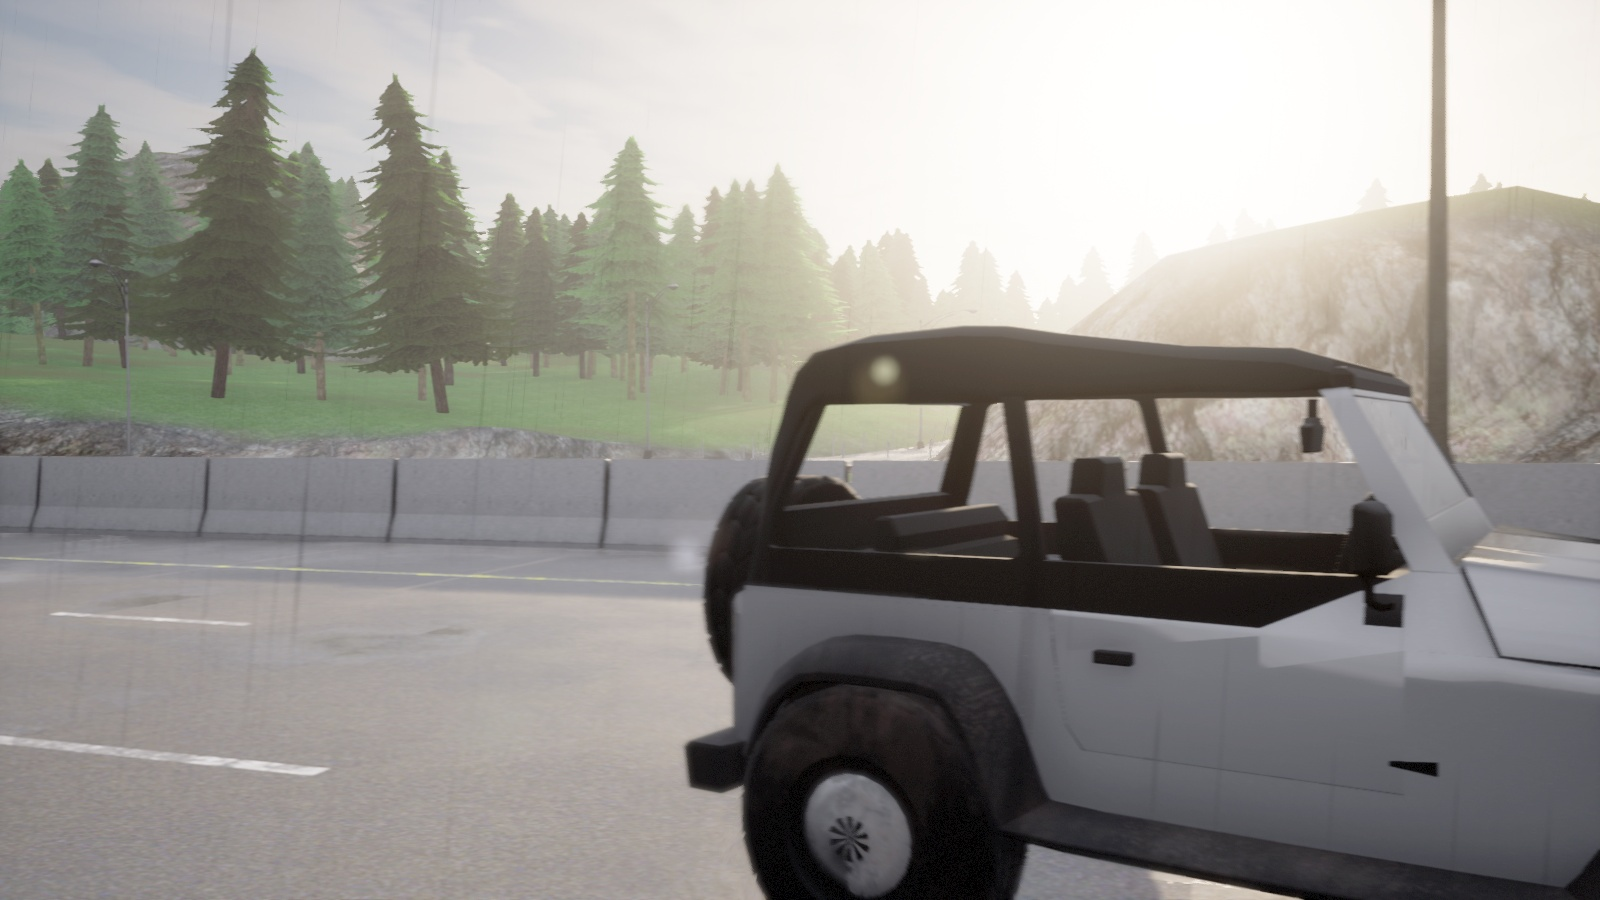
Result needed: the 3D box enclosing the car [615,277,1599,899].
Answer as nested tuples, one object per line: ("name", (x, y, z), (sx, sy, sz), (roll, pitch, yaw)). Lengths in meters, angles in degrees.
("car", (1.559, 0.568, 3.730), (3.866, 1.878, 1.905), (1, 1, 33))
